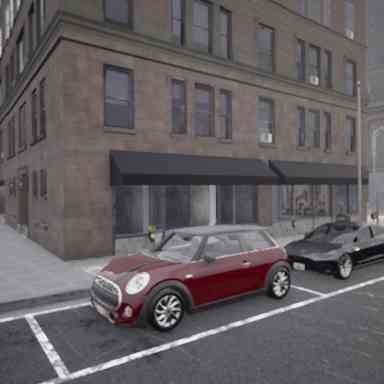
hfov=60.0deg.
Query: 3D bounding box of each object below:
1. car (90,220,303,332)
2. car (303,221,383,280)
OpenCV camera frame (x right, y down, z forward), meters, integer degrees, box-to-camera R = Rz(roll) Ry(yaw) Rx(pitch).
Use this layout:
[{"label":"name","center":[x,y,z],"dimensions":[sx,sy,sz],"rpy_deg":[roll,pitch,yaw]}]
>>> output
[{"label":"car","center":[0.087,1.441,6.735],"dimensions":[4.097,1.590,1.967],"rpy_deg":[0,-1,-36]},{"label":"car","center":[4.560,1.569,9.945],"dimensions":[4.313,1.339,1.947],"rpy_deg":[0,-1,-36]}]
